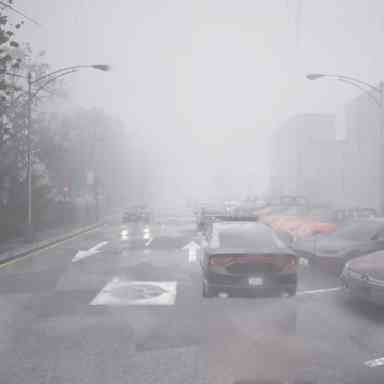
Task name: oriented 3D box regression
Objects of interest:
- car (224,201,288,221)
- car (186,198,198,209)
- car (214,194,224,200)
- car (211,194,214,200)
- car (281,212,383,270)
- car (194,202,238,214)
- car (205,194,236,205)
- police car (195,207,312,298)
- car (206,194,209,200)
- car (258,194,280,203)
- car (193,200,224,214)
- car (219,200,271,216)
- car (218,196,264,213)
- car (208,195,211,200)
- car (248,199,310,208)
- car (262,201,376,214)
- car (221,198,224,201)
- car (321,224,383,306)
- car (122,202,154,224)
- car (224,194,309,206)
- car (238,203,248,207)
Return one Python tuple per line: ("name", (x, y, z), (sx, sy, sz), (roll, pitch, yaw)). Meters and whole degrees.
("car", (5.340, 1.542, 27.831), (4.792, 1.488, 2.163), (1, 0, -20))
("car", (0.075, 1.575, 46.156), (2.128, 1.511, 4.902), (0, 0, 0))
("car", (5.357, 1.268, 30.833), (5.566, 2.045, 2.435), (1, 0, -20))
("car", (5.460, 1.443, 45.865), (4.553, 1.767, 2.185), (1, 0, -20))
("car", (5.285, 1.517, 9.820), (4.792, 1.488, 2.163), (1, 0, -20))
("car", (1.186, 1.516, 18.550), (1.837, 1.490, 4.892), (0, 0, 0))
("car", (5.457, 1.386, 63.906), (5.566, 2.045, 2.435), (1, 0, -20))
("police car", (1.165, 1.427, 8.660), (1.930, 1.638, 5.238), (0, 0, 0))
("car", (5.263, 1.608, 57.812), (5.366, 1.575, 1.946), (1, 0, -20))
("car", (18.434, 1.457, 79.889), (2.435, 2.045, 5.566), (0, 0, -21))
("car", (1.202, 1.547, 24.550), (1.812, 1.442, 4.674), (0, 0, 0))
("car", (5.365, 1.558, 33.832), (4.792, 1.488, 2.163), (1, 0, -20))
("car", (5.370, 1.411, 36.847), (4.553, 1.767, 2.185), (1, 0, -20))
("car", (5.425, 1.579, 48.868), (5.008, 1.535, 2.097), (1, -1, -20))
("car", (5.361, 1.368, 15.841), (4.553, 1.767, 2.185), (1, 0, -20))
("car", (5.353, 1.365, 12.840), (4.553, 1.767, 2.185), (1, 0, -20))
("car", (5.184, 1.501, 24.774), (5.366, 1.575, 1.946), (1, 0, -20))
("car", (5.310, 1.527, 6.828), (4.674, 1.452, 2.002), (1, 0, -20))
("car", (-3.910, 1.526, 24.791), (1.837, 1.490, 4.892), (0, 0, 0))
("car", (5.337, 1.250, 21.816), (5.566, 2.045, 2.435), (1, 0, -20))
("car", (5.334, 1.537, 18.838), (4.674, 1.452, 2.002), (1, 0, -20))
